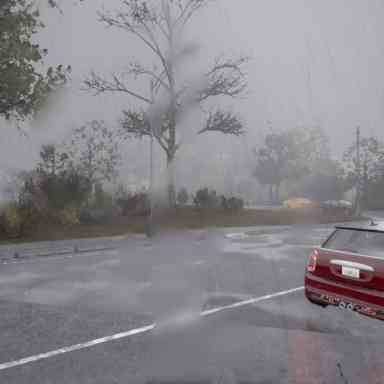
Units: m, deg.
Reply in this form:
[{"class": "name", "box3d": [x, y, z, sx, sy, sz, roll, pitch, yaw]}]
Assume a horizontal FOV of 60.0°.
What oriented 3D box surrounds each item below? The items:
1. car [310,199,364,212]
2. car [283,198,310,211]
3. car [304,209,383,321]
[{"class": "car", "box3d": [14.647, 1.478, 33.183, 1.882, 1.535, 5.008, 0, 0, -28]}, {"class": "car", "box3d": [13.789, 1.490, 42.144, 1.882, 1.535, 5.008, 0, 0, -28]}, {"class": "car", "box3d": [4.396, 1.352, 6.747, 4.553, 1.767, 2.097, 0, 0, -34]}]
